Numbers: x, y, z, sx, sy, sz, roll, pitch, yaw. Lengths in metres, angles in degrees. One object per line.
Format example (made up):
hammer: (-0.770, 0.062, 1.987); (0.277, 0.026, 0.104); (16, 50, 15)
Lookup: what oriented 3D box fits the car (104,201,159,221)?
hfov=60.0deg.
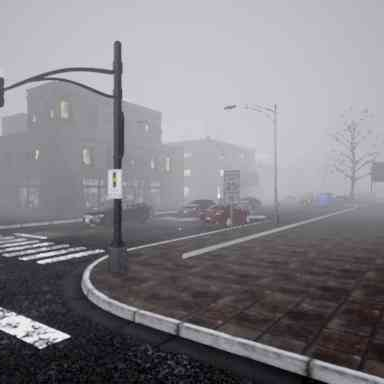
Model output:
car: (-4.664, 1.448, 26.156); (1.802, 1.307, 4.206); (0, 1, 35)

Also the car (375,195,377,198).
car: (45.500, 0.795, 84.091); (1.967, 1.590, 4.097); (0, 1, 35)

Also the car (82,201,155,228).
car: (-4.743, 1.380, 21.491); (2.128, 1.511, 4.902); (0, 0, 35)

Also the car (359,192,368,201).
car: (32.945, 0.936, 65.898); (1.967, 1.590, 4.097); (0, 1, 35)

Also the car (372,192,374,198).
car: (39.222, 0.970, 74.995); (1.887, 1.381, 4.507); (0, 1, 35)

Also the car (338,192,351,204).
car: (23.529, 1.169, 52.255); (1.947, 1.339, 4.313); (0, 1, 35)

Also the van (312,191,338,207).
van: (17.252, 1.018, 43.157); (1.690, 1.788, 3.998); (0, 1, 35)

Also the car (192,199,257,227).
car: (2.233, 1.400, 21.395); (1.887, 1.381, 4.507); (0, 1, 35)

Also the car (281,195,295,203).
car: (16.631, 1.196, 57.014); (1.802, 1.307, 4.206); (0, 1, 35)

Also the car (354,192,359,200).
car: (26.668, 1.112, 56.803); (1.887, 1.381, 4.507); (0, 1, 35)

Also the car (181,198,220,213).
car: (0.938, 1.350, 34.274); (2.008, 1.369, 4.403); (0, 1, 35)

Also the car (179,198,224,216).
car: (0.760, 1.349, 29.459); (1.812, 1.442, 4.674); (0, 0, 35)

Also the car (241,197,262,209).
car: (6.324, 1.283, 37.516); (1.812, 1.442, 4.674); (0, 0, 35)

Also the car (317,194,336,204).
car: (22.209, 1.075, 54.929); (1.882, 1.535, 5.008); (0, 0, 34)

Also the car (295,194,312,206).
car: (16.385, 1.266, 46.475); (1.895, 1.301, 4.718); (0, 0, 35)

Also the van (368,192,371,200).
van: (36.084, 0.801, 70.446); (1.690, 1.788, 3.998); (0, 1, 35)

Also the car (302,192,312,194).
car: (22.909, 0.857, 66.109); (2.192, 1.841, 5.009); (0, 1, 35)

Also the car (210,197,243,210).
car: (4.076, 1.328, 38.822); (1.947, 1.339, 4.313); (0, 1, 35)
